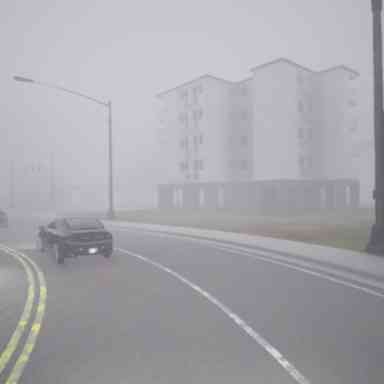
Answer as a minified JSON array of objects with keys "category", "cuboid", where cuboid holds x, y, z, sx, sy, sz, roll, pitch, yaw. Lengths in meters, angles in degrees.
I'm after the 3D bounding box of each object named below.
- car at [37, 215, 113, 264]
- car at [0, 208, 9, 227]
[{"category":"car","cuboid":[-4.569,1.660,12.729,1.837,1.490,4.892,0,0,-35]},{"category":"car","cuboid":[-15.463,1.874,25.311,1.882,1.535,5.008,0,0,-42]}]
